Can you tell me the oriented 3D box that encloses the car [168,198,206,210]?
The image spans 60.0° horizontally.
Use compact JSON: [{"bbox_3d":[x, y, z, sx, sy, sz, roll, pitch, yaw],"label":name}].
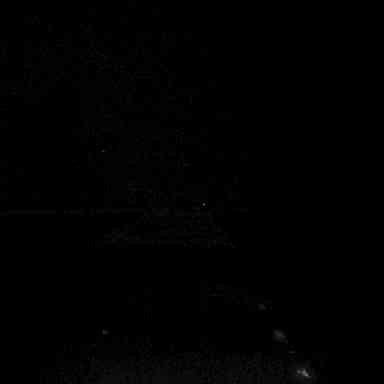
[{"bbox_3d":[-0.639,1.508,43.311,4.892,1.490,1.837,0,0,0],"label":"car"}]
